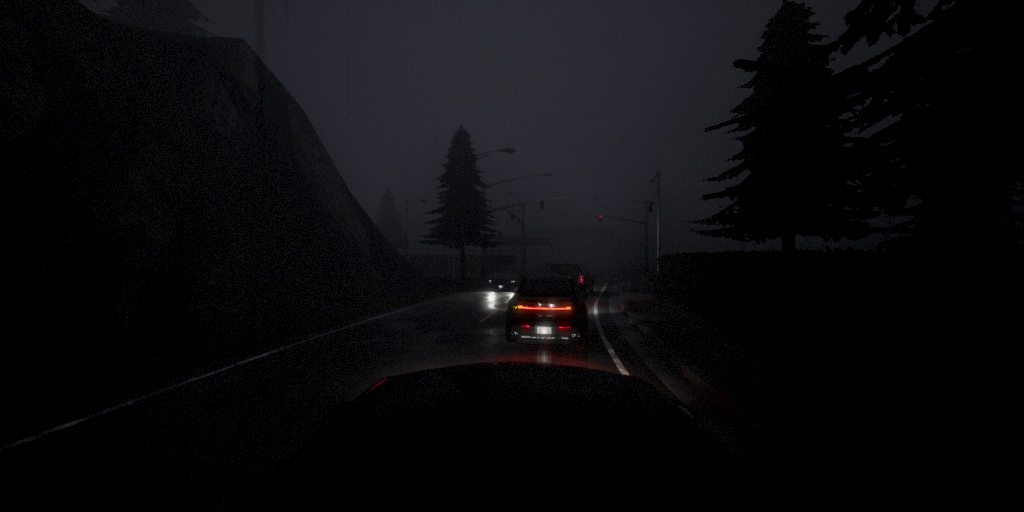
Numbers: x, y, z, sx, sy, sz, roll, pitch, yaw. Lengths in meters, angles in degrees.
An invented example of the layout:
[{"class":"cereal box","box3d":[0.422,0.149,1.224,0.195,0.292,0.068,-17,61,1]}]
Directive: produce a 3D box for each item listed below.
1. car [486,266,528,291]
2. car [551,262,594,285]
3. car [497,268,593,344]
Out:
[{"class":"car","box3d":[0.164,1.297,22.129,2.033,1.411,5.357,0,0,17]},{"class":"car","box3d":[3.022,1.102,18.558,2.097,1.767,4.553,0,0,17]},{"class":"car","box3d":[1.020,1.255,9.637,1.837,1.490,4.892,0,0,9]}]
